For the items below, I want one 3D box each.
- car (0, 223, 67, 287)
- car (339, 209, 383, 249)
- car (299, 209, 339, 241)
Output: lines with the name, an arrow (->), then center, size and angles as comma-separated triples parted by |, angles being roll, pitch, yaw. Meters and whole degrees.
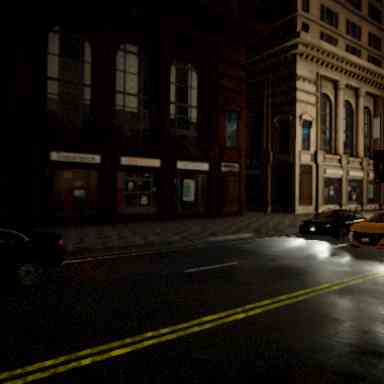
car -> -5.508, 1.492, 7.730 | 4.902, 1.511, 2.128 | 0, 0, -35
car -> 8.406, 1.483, 13.656 | 5.008, 1.535, 1.882 | 0, 0, -35
car -> 7.329, 1.569, 16.875 | 4.181, 1.385, 1.994 | 0, 0, -35
